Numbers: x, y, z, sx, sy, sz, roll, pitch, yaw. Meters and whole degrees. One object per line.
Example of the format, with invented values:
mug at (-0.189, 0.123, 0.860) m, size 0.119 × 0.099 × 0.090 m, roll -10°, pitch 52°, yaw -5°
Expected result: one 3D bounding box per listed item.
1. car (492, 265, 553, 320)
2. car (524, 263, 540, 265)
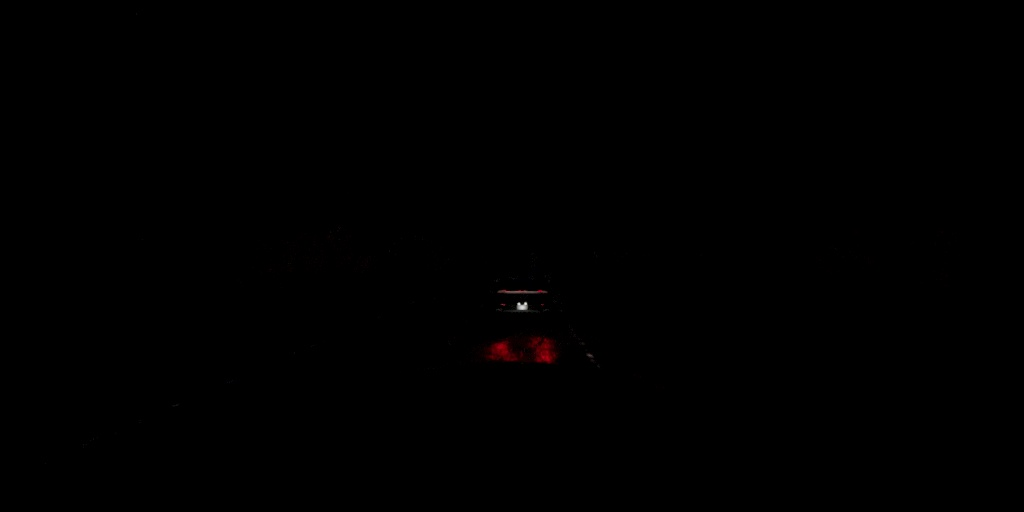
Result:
car at (0.386, 1.239, 12.556) m, size 2.128 × 1.511 × 4.902 m, roll 0°, pitch 0°, yaw 2°
car at (1.751, 1.284, 31.355) m, size 2.033 × 1.411 × 5.357 m, roll 0°, pitch 0°, yaw 6°
